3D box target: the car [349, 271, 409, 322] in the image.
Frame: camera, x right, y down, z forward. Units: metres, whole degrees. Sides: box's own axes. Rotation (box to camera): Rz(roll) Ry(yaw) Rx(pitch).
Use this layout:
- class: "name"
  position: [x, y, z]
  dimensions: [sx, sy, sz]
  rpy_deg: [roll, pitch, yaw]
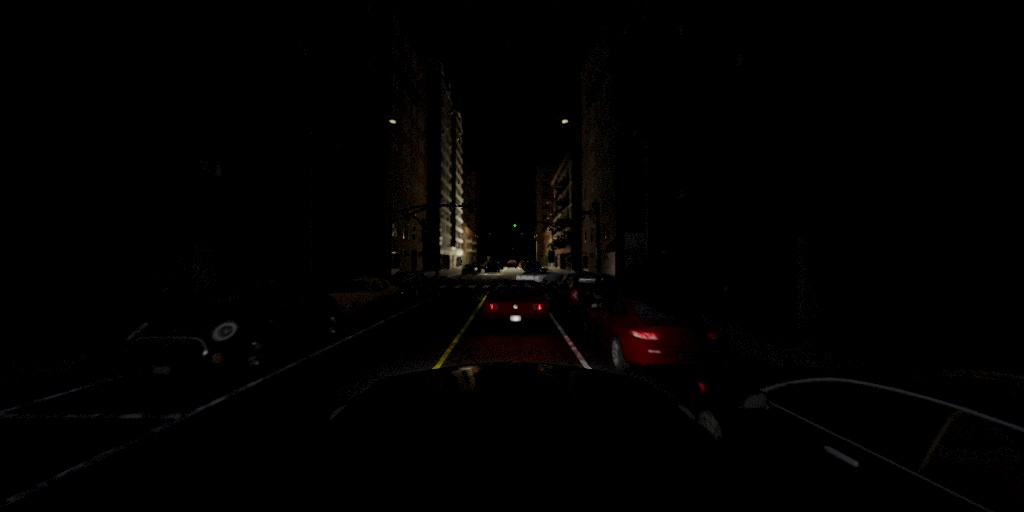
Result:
- class: "car"
  position: [-5.380, 1.380, 12.843]
  dimensions: [1.751, 1.417, 4.829]
  rpy_deg: [0, 0, 0]

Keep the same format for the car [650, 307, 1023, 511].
- class: "car"
  position: [2.637, 1.303, 1.978]
  dimensions: [2.007, 1.370, 4.403]
  rpy_deg: [0, 0, 0]

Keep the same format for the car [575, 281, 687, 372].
- class: "car"
  position: [2.641, 1.386, 7.497]
  dimensions: [1.802, 1.307, 4.207]
  rpy_deg: [0, 0, 0]

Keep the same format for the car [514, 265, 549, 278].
- class: "car"
  position: [2.324, 1.593, 27.523]
  dimensions: [1.895, 1.301, 4.718]
  rpy_deg: [-1, -1, 32]

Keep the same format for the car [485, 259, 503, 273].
- class: "car"
  position: [-2.792, 1.562, 51.678]
  dimensions: [2.097, 1.767, 4.553]
  rpy_deg: [0, -1, 0]

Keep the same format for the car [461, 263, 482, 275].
- class: "car"
  position: [-5.355, 1.705, 45.612]
  dimensions: [2.007, 1.370, 4.403]
  rpy_deg: [0, 0, 0]

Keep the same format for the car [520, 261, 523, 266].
- class: "car"
  position: [2.679, 1.841, 56.976]
  dimensions: [1.802, 1.307, 4.207]
  rpy_deg: [0, 0, 0]

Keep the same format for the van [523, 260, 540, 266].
- class: "van"
  position: [2.670, 1.495, 45.614]
  dimensions: [1.690, 1.789, 3.998]
  rpy_deg: [0, 0, 0]

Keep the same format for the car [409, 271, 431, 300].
- class: "car"
  position: [-5.375, 1.456, 18.531]
  dimensions: [2.007, 1.370, 4.403]
  rpy_deg: [0, 0, 0]

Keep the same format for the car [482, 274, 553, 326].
- class: "car"
  position: [0.107, 1.447, 12.095]
  dimensions: [1.895, 1.301, 4.718]
  rpy_deg: [0, -1, 0]

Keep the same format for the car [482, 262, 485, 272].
- class: "car"
  position: [-5.350, 1.752, 51.293]
  dimensions: [1.888, 1.381, 4.507]
  rpy_deg: [0, 0, 0]

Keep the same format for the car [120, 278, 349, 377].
- class: "car"
  position: [-5.384, 1.243, 7.496]
  dimensions: [1.967, 1.591, 4.097]
  rpy_deg: [0, 0, 0]

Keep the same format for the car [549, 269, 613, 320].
- class: "car"
  position: [2.646, 1.294, 13.016]
  dimensions: [1.967, 1.591, 4.097]
  rpy_deg: [0, 0, 0]
